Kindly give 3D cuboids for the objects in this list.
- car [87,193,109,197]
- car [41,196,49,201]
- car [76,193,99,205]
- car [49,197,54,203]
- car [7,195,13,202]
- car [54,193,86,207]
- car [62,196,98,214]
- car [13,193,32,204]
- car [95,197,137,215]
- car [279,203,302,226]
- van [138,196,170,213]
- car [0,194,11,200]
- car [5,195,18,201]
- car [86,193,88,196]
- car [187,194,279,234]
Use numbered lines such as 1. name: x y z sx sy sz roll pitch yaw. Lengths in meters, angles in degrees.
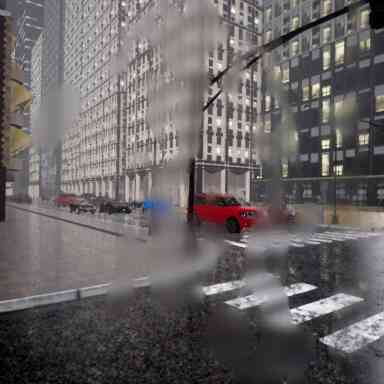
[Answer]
1. car: -14.482 1.375 53.075 2.097 1.767 4.553 1 -1 -35
2. car: -36.811 1.565 83.774 1.802 1.307 4.206 1 -1 -35
3. car: -18.574 1.243 58.828 2.150 2.045 5.566 1 -1 -35
4. car: -24.211 1.500 61.594 2.033 1.411 5.357 1 -1 -38
5. car: -37.100 1.394 69.712 1.947 1.339 4.313 1 -1 -35
6. car: -16.909 1.131 45.868 2.150 2.045 5.566 1 -1 -35
7. car: -10.932 1.424 32.871 2.008 1.369 4.403 1 -1 -35
8. car: -30.554 1.152 60.504 2.192 1.841 5.009 1 -1 -35
9. car: -7.469 1.491 32.474 1.994 1.385 4.181 1 -1 -36
10. car: 5.714 1.499 23.909 1.967 1.590 4.097 1 -1 -35
11. van: -4.097 1.377 37.725 1.690 1.788 3.998 1 -1 -35
12. car: -46.816 1.363 83.391 1.752 1.417 4.829 1 -1 -35
13. car: -40.370 1.375 74.317 2.008 1.369 4.403 1 -1 -35
14. car: -18.760 1.312 53.887 2.097 1.767 4.553 1 -1 -36
15. car: 1.940 1.171 19.216 2.150 2.045 5.566 1 -1 -35
